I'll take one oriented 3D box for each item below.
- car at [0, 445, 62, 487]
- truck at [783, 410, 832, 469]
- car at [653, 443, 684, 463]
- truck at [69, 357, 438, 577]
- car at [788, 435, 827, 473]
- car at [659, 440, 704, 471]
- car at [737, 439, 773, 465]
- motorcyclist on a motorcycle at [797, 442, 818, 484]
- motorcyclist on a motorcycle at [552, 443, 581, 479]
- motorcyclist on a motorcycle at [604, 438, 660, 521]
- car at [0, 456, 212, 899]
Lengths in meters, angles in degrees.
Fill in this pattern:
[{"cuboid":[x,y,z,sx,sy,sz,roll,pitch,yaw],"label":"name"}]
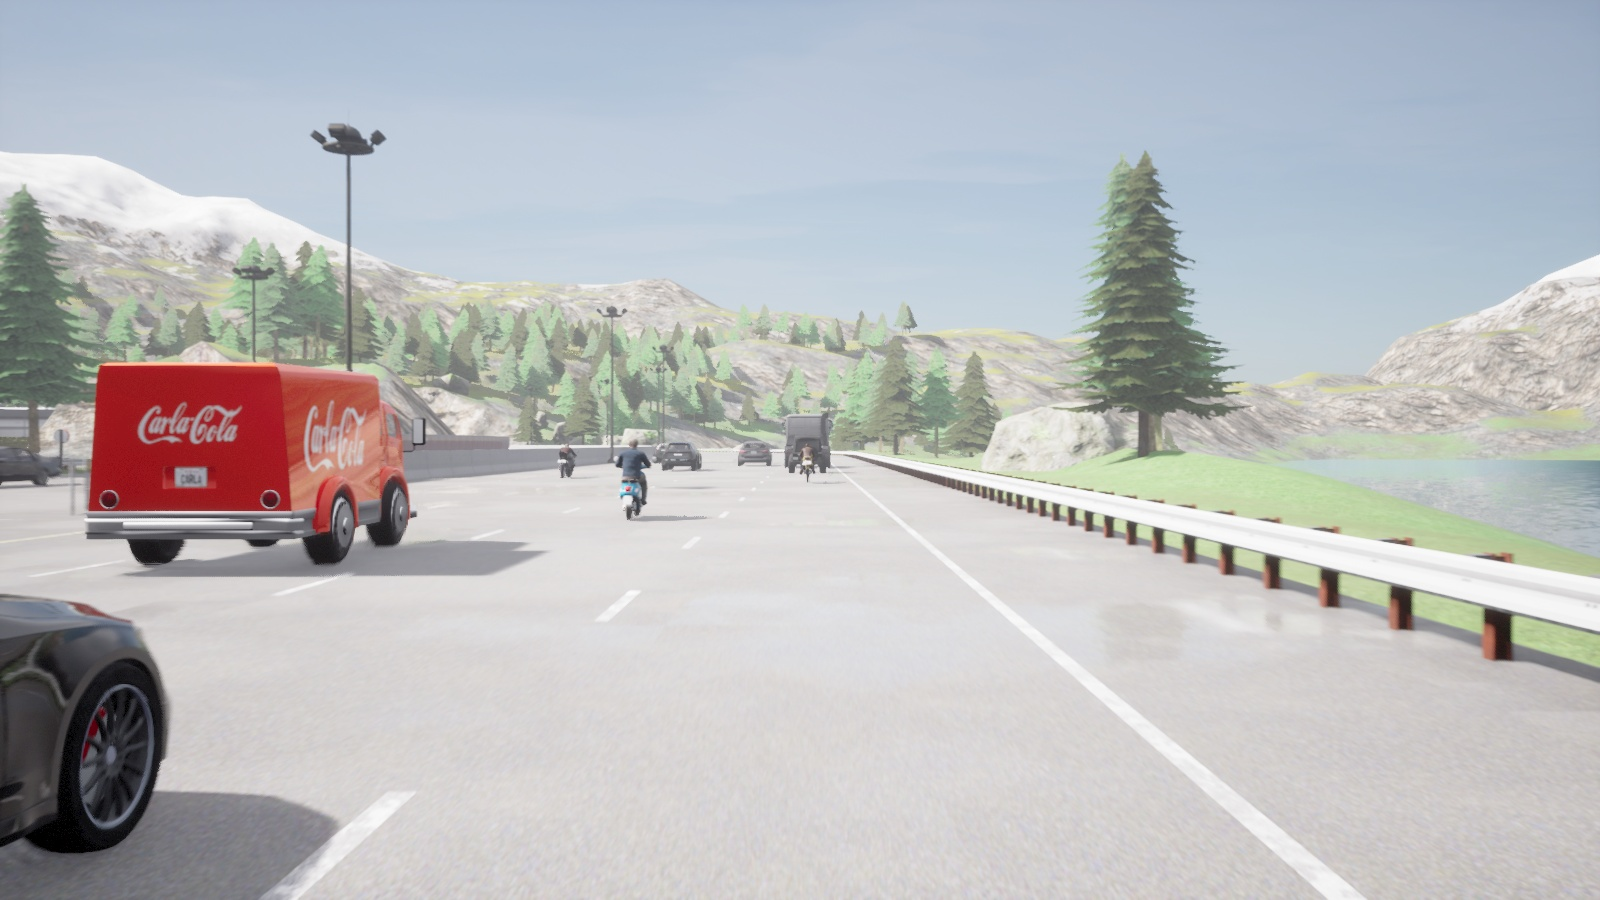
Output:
[{"cuboid":[-27.740,0.542,42.799,2.033,1.411,5.357,0,0,0],"label":"car"},{"cuboid":[0.454,-0.652,77.571,2.891,3.462,7.936,0,0,0],"label":"truck"},{"cuboid":[-9.947,0.192,95.094,1.970,1.475,3.806,0,0,0],"label":"car"},{"cuboid":[-6.888,0.168,16.712,2.627,2.467,5.204,0,1,0],"label":"truck"},{"cuboid":[0.375,0.200,63.652,1.905,1.878,3.866,0,0,0],"label":"car"},{"cuboid":[-6.587,0.293,70.313,2.033,1.649,4.856,0,0,0],"label":"car"},{"cuboid":[-3.006,0.133,84.591,2.242,1.667,4.611,0,0,0],"label":"car"},{"cuboid":[0.285,0.473,47.639,0.797,1.523,2.044,0,1,0],"label":"motorcyclist on a motorcycle"},{"cuboid":[-10.175,0.479,54.787,0.866,1.530,2.191,0,0,0],"label":"motorcyclist on a motorcycle"},{"cuboid":[-3.332,0.563,25.006,0.866,1.590,1.817,0,0,0],"label":"motorcyclist on a motorcycle"},{"cuboid":[-3.388,0.753,3.022,1.812,1.442,4.674,0,0,-1],"label":"car"}]
